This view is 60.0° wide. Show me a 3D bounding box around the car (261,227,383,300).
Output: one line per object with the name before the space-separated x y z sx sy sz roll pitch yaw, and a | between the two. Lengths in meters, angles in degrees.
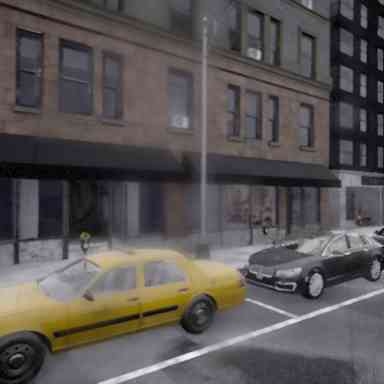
car | 3.257 1.628 8.511 4.403 1.369 2.008 1 0 -35

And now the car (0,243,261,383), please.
car | -1.288 1.545 5.269 4.829 1.417 1.752 1 0 -35
